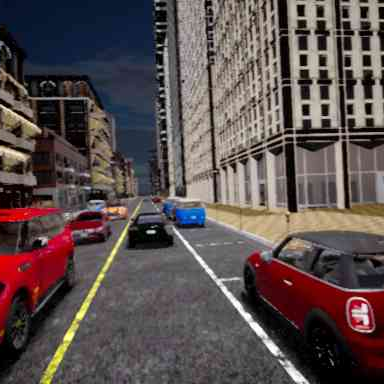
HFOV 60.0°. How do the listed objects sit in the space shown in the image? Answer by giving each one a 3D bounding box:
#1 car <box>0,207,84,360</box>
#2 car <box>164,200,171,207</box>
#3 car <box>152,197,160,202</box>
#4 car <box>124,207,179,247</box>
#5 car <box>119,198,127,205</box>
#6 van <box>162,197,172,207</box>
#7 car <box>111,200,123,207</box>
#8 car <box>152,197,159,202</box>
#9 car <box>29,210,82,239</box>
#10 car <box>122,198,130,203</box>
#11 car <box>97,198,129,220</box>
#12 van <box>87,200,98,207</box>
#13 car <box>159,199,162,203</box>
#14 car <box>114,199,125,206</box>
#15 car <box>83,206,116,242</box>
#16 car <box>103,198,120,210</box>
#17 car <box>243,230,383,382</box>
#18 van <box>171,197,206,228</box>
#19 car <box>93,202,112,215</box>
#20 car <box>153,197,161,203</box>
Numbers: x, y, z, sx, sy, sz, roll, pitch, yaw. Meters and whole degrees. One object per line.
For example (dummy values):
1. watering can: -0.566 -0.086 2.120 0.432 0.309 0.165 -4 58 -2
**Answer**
1. car: -3.795 1.401 6.408 2.150 2.045 5.566 -3 0 -8
2. car: -0.938 1.575 27.808 2.008 1.369 4.403 -3 0 -8
3. car: -9.569 2.005 89.338 1.947 1.339 4.313 -3 0 -8
4. car: -1.977 1.651 15.868 1.994 1.385 4.181 -3 0 -8
5. car: -17.052 2.331 82.411 1.752 1.417 4.829 -3 0 -8
6. van: -1.733 1.401 33.402 1.690 1.788 3.998 -3 0 -8
7. car: -14.720 2.255 65.799 1.947 1.339 4.313 -3 0 -8
8. car: -10.354 2.062 94.933 1.802 1.307 4.206 -3 0 -8
9. car: -8.443 1.948 21.049 2.008 1.369 4.403 -3 0 -8
10. car: -18.644 2.433 93.767 1.887 1.381 4.507 -3 0 -8
11. car: -7.259 1.685 31.375 2.097 1.767 4.553 -3 0 -8
12. van: -10.807 1.845 37.830 1.690 1.788 3.998 -3 0 -8
13. car: -2.508 1.662 38.995 1.947 1.339 4.313 -3 0 -8
14. car: -15.505 2.278 71.392 2.008 1.369 4.403 -3 0 -8
15. car: -5.380 1.775 17.853 1.812 1.442 4.674 -3 0 -8
16. car: -13.163 1.929 54.611 2.192 1.841 5.009 -3 0 -8
17. car: 2.196 1.327 5.433 1.967 1.590 4.097 -3 0 -8
18. van: -0.164 1.331 22.214 1.690 1.788 3.998 -3 0 -8
19. car: -11.580 2.122 43.424 1.802 1.307 4.206 -3 0 -8
20. car: -8.000 1.941 78.151 1.802 1.307 4.206 -3 0 -8
